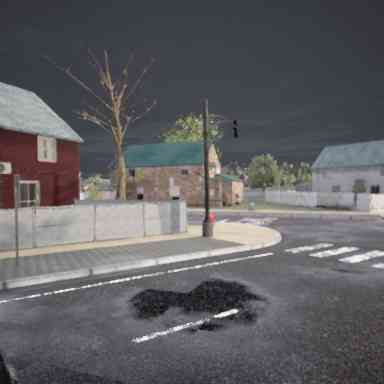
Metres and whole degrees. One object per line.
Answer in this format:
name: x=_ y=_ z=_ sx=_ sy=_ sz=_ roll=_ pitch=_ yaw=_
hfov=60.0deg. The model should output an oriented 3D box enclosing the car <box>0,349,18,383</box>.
car: x=-3.019 y=1.589 z=1.415 sx=4.181 sy=1.385 sz=1.994 roll=-1 pitch=1 yaw=-35
